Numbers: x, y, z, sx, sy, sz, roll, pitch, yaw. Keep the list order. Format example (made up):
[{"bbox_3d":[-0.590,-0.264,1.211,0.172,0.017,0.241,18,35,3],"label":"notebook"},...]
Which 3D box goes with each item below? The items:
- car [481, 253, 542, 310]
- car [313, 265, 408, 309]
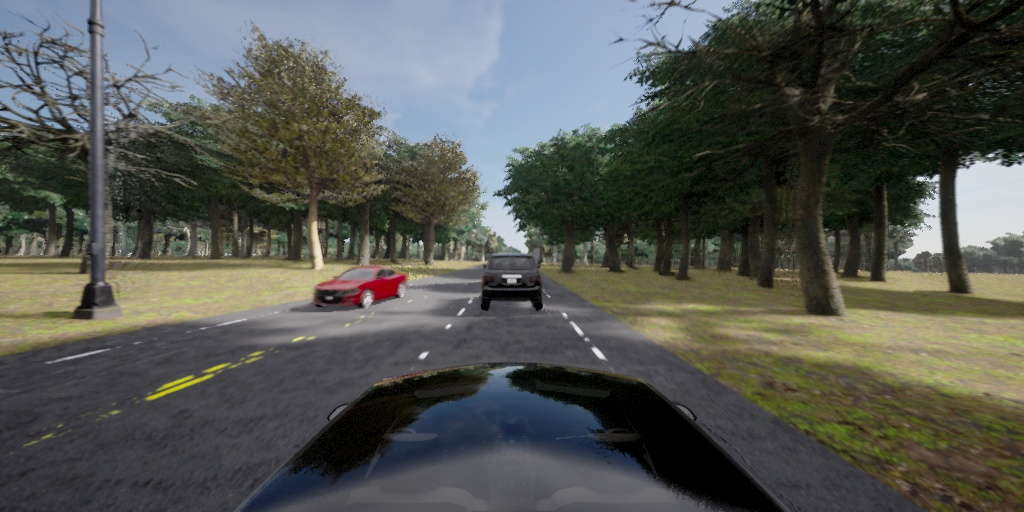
[{"bbox_3d":[-0.008,0.905,14.518,2.150,2.045,5.566,0,0,0],"label":"car"},{"bbox_3d":[-5.995,1.158,14.767,1.882,1.535,5.008,0,0,6],"label":"car"}]
